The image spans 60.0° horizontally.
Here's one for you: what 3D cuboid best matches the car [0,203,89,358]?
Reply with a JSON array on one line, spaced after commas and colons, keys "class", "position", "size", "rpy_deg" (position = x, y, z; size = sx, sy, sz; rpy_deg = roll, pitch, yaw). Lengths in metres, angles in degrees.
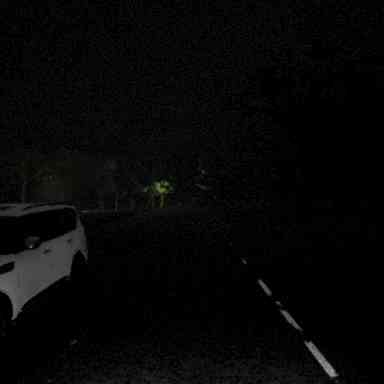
[{"class": "car", "position": [-3.605, 1.253, 6.010], "size": [2.150, 2.045, 5.566], "rpy_deg": [0, 0, 0]}]
